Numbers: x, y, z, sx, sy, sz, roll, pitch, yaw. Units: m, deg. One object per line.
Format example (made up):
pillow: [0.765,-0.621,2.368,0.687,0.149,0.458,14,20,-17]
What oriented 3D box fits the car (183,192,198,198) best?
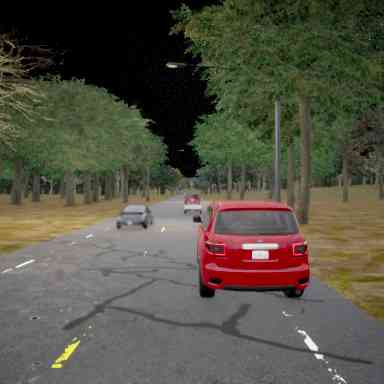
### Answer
car: [0.064,1.190,45.832,2.150,2.045,5.566,0,0,0]

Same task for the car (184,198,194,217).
car: [0.104,1.590,35.867,1.895,1.301,4.718,0,0,0]

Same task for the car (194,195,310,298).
car: [1.235,1.226,8.679,2.150,2.045,5.566,0,0,0]

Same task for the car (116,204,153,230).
car: [-3.577,1.527,21.484,1.812,1.442,4.674,0,0,0]
